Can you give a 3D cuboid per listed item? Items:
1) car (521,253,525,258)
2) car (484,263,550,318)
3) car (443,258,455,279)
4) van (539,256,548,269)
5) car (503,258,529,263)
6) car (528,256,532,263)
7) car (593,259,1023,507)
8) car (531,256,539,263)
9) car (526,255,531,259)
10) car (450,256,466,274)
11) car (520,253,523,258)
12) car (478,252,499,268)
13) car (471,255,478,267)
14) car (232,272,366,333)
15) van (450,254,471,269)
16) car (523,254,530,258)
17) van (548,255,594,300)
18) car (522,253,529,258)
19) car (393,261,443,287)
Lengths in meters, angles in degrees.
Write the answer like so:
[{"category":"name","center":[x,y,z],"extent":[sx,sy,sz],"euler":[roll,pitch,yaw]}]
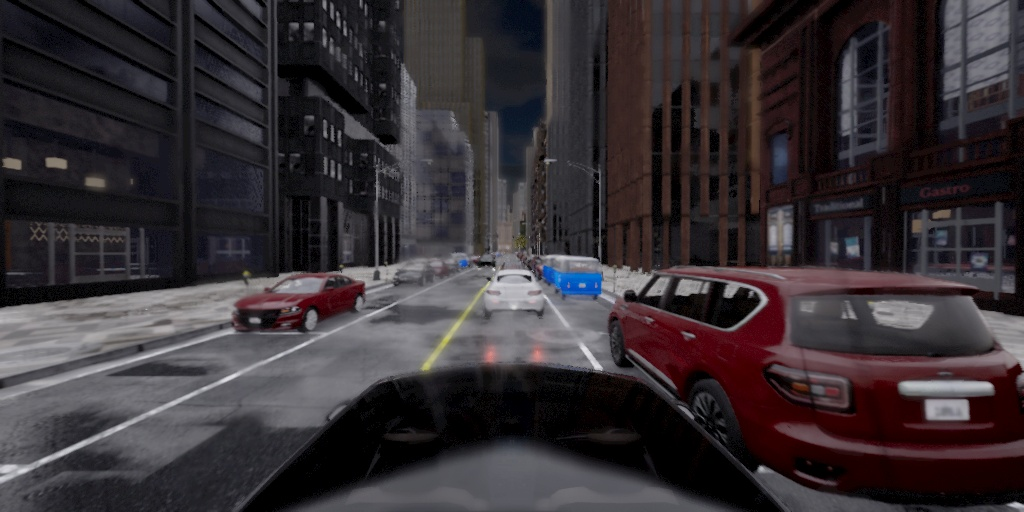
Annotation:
[{"category":"car","center":[2.763,0.636,55.402],"extent":[1.948,1.339,4.313],"euler":[0,0,0]},{"category":"car","center":[0.078,1.139,12.188],"extent":[1.812,1.442,4.674],"euler":[0,1,0]},{"category":"car","center":[-5.762,1.001,27.206],"extent":[1.802,1.307,4.207],"euler":[0,0,0]},{"category":"van","center":[2.763,0.832,21.586],"extent":[1.690,1.789,3.998],"euler":[0,0,0]},{"category":"car","center":[0.082,1.017,27.468],"extent":[1.895,1.301,4.718],"euler":[0,1,0]},{"category":"car","center":[2.763,0.913,32.858],"extent":[1.948,1.339,4.313],"euler":[0,0,0]},{"category":"car","center":[2.762,1.026,4.678],"extent":[2.192,1.841,5.009],"euler":[0,0,0]},{"category":"car","center":[2.763,0.859,27.221],"extent":[1.967,1.591,4.097],"euler":[0,0,0]},{"category":"car","center":[2.763,0.859,38.494],"extent":[1.802,1.307,4.207],"euler":[0,0,0]},{"category":"car","center":[-5.762,0.899,32.842],"extent":[2.007,1.370,4.403],"euler":[0,0,0]},{"category":"car","center":[2.763,0.548,61.038],"extent":[1.888,1.381,4.507],"euler":[0,0,0]},{"category":"car","center":[-3.085,0.551,44.745],"extent":[2.097,1.767,4.553],"euler":[0,1,0]},{"category":"car","center":[-5.762,0.758,44.113],"extent":[2.007,1.370,4.403],"euler":[0,0,0]},{"category":"car","center":[-5.763,1.183,10.299],"extent":[1.888,1.381,4.507],"euler":[0,0,0]},{"category":"van","center":[-5.762,0.618,38.478],"extent":[1.690,1.789,3.998],"euler":[0,0,0]},{"category":"car","center":[2.763,0.773,44.130],"extent":[1.948,1.339,4.313],"euler":[0,0,0]},{"category":"van","center":[2.763,0.905,15.950],"extent":[1.690,1.789,3.998],"euler":[0,0,0]},{"category":"car","center":[2.763,0.664,49.936],"extent":[1.751,1.417,4.829],"euler":[0,0,0]},{"category":"car","center":[-5.762,1.042,21.570],"extent":[2.007,1.370,4.403],"euler":[0,0,0]}]
